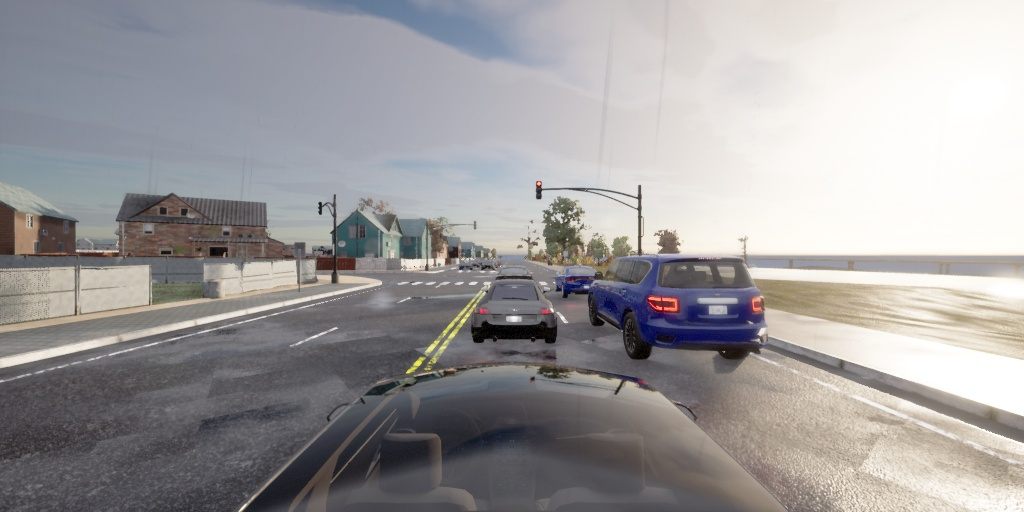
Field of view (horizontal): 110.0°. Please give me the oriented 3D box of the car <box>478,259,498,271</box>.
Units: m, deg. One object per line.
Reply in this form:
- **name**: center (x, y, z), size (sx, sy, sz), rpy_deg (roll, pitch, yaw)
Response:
- **car**: center (-3.321, 1.281, 51.147), size (1.837, 1.490, 4.892), rpy_deg (0, 0, 0)

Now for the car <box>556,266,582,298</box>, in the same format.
- **car**: center (3.356, 1.228, 18.441), size (1.882, 1.535, 5.008), rpy_deg (0, 0, 1)

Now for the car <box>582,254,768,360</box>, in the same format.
- **car**: center (3.348, 0.971, 8.503), size (2.150, 2.045, 5.566), rpy_deg (0, 0, 0)

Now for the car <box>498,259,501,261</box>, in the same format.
- **car**: center (-3.306, 1.315, 60.410), size (1.812, 1.442, 4.674), rpy_deg (0, 0, 0)

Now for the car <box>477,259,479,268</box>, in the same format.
- **car**: center (-6.549, 1.340, 62.426), size (2.033, 1.411, 5.357), rpy_deg (0, 0, 0)

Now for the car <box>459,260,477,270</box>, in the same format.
- **car**: center (-6.600, 1.325, 52.232), size (2.033, 1.411, 5.357), rpy_deg (0, 0, -2)

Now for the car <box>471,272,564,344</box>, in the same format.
- **car**: center (0.088, 1.314, 9.659), size (1.994, 1.385, 4.181), rpy_deg (0, 0, 1)

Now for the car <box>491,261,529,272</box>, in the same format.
- **car**: center (0.107, 1.228, 18.599), size (1.882, 1.535, 5.008), rpy_deg (0, 0, 0)

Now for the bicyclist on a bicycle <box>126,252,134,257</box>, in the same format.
- **bicyclist on a bicycle**: center (-29.604, 0.544, 27.779), size (0.582, 1.620, 1.656), rpy_deg (1, 0, -35)
